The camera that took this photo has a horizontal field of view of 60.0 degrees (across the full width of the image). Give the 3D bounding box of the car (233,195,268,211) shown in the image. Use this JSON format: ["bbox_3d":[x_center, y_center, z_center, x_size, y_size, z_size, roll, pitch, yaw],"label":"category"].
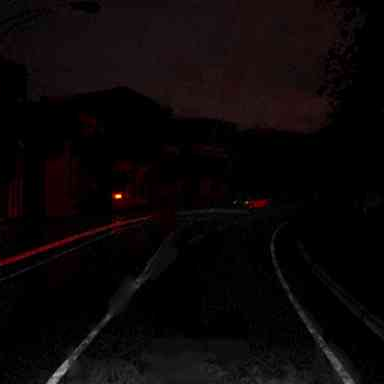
[{"bbox_3d":[6.764,1.162,38.160,4.553,1.767,2.097,-1,1,-42],"label":"car"}]
